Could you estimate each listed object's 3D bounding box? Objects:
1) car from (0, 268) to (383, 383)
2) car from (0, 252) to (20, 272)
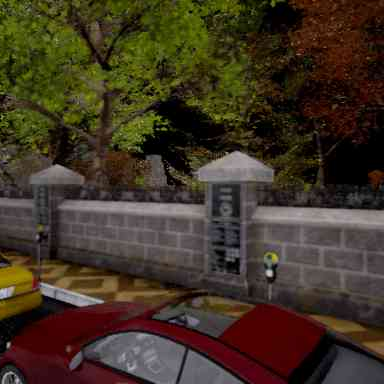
[{"bbox_3d":[-0.041,1.573,2.925,4.206,1.307,1.802,0,0,35],"label":"car"},{"bbox_3d":[-4.761,1.483,6.287,4.829,1.417,1.752,0,0,35],"label":"car"}]
